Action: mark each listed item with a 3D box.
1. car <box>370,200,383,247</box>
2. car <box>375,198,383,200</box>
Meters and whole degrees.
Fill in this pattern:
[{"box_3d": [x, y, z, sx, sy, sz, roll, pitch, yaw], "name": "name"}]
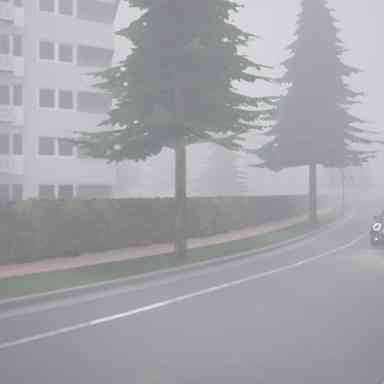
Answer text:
[{"box_3d": [9.179, 1.398, 14.584, 2.097, 1.767, 4.553, 0, 0, 34], "name": "car"}, {"box_3d": [29.520, 1.668, 51.986, 1.837, 1.490, 4.892, 0, 0, 25], "name": "car"}]
